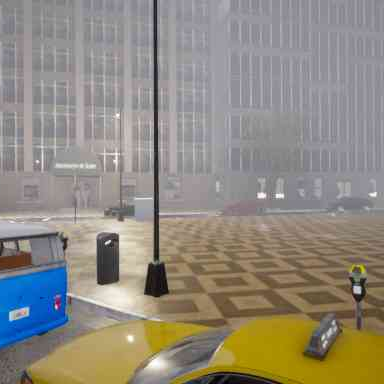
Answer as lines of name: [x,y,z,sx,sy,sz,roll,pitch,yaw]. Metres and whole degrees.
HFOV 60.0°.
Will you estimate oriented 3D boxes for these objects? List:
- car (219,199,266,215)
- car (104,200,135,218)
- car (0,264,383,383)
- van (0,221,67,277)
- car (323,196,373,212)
car: [4.527,1.320,29.940,4.181,1.385,1.994,0,0,-14]
car: [-5.186,1.396,27.514,4.181,1.385,1.994,0,0,-14]
car: [0.627,1.525,2.279,4.829,1.417,1.752,0,0,35]
van: [-3.745,1.343,5.386,3.998,1.788,1.690,0,0,35]
car: [15.267,1.184,32.602,4.892,1.490,1.837,-1,0,-14]
